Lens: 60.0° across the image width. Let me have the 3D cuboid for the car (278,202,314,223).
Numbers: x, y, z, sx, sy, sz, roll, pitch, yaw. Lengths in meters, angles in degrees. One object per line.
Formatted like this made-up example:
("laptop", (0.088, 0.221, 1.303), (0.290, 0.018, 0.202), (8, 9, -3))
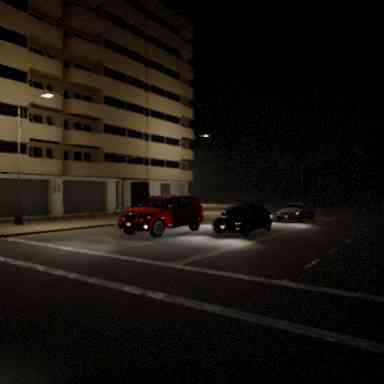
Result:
("car", (8.187, 1.520, 26.104), (1.812, 1.442, 4.674), (0, 0, 35))

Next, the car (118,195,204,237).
("car", (-1.501, 1.212, 18.355), (2.150, 2.045, 5.566), (0, 0, 35))

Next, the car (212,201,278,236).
("car", (2.903, 1.498, 18.555), (1.837, 1.490, 4.892), (0, 0, 35))
